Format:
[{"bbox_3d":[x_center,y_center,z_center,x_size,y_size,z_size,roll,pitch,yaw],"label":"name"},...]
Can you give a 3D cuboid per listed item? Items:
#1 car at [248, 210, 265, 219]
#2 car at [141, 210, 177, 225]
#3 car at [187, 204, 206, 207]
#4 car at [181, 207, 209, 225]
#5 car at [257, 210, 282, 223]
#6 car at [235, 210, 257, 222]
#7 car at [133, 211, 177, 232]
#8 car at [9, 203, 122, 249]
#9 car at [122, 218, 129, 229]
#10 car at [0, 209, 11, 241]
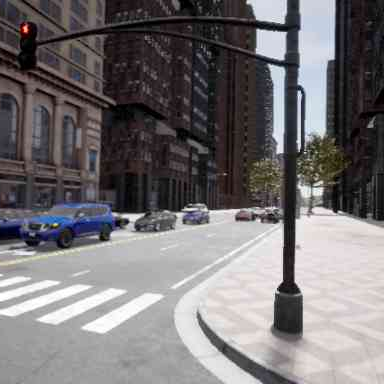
[{"bbox_3d":[10.372,3.503,52.935,1.895,1.301,4.718,1,-2,20],"label":"car"},{"bbox_3d":[-3.322,2.602,34.605,1.895,1.301,4.718,1,-2,20],"label":"car"},{"bbox_3d":[0.396,2.620,44.660,2.150,2.045,5.566,1,-2,20],"label":"car"},{"bbox_3d":[0.511,2.655,35.628,1.812,1.442,4.674,1,-2,21],"label":"car"},{"bbox_3d":[9.901,3.067,42.012,1.837,1.490,4.892,1,-2,21],"label":"car"},{"bbox_3d":[6.985,3.096,43.513,1.994,1.385,4.181,1,-2,21],"label":"car"},{"bbox_3d":[-2.853,2.270,26.407,1.837,1.490,4.892,1,-2,20],"label":"car"},{"bbox_3d":[-6.182,1.625,17.296,2.150,2.045,5.566,1,-2,18],"label":"car"},{"bbox_3d":[-6.731,2.232,25.267,1.895,1.301,4.718,1,-2,20],"label":"car"},{"bbox_3d":[-9.798,1.649,16.838,2.097,1.767,4.553,1,-2,20],"label":"car"}]
